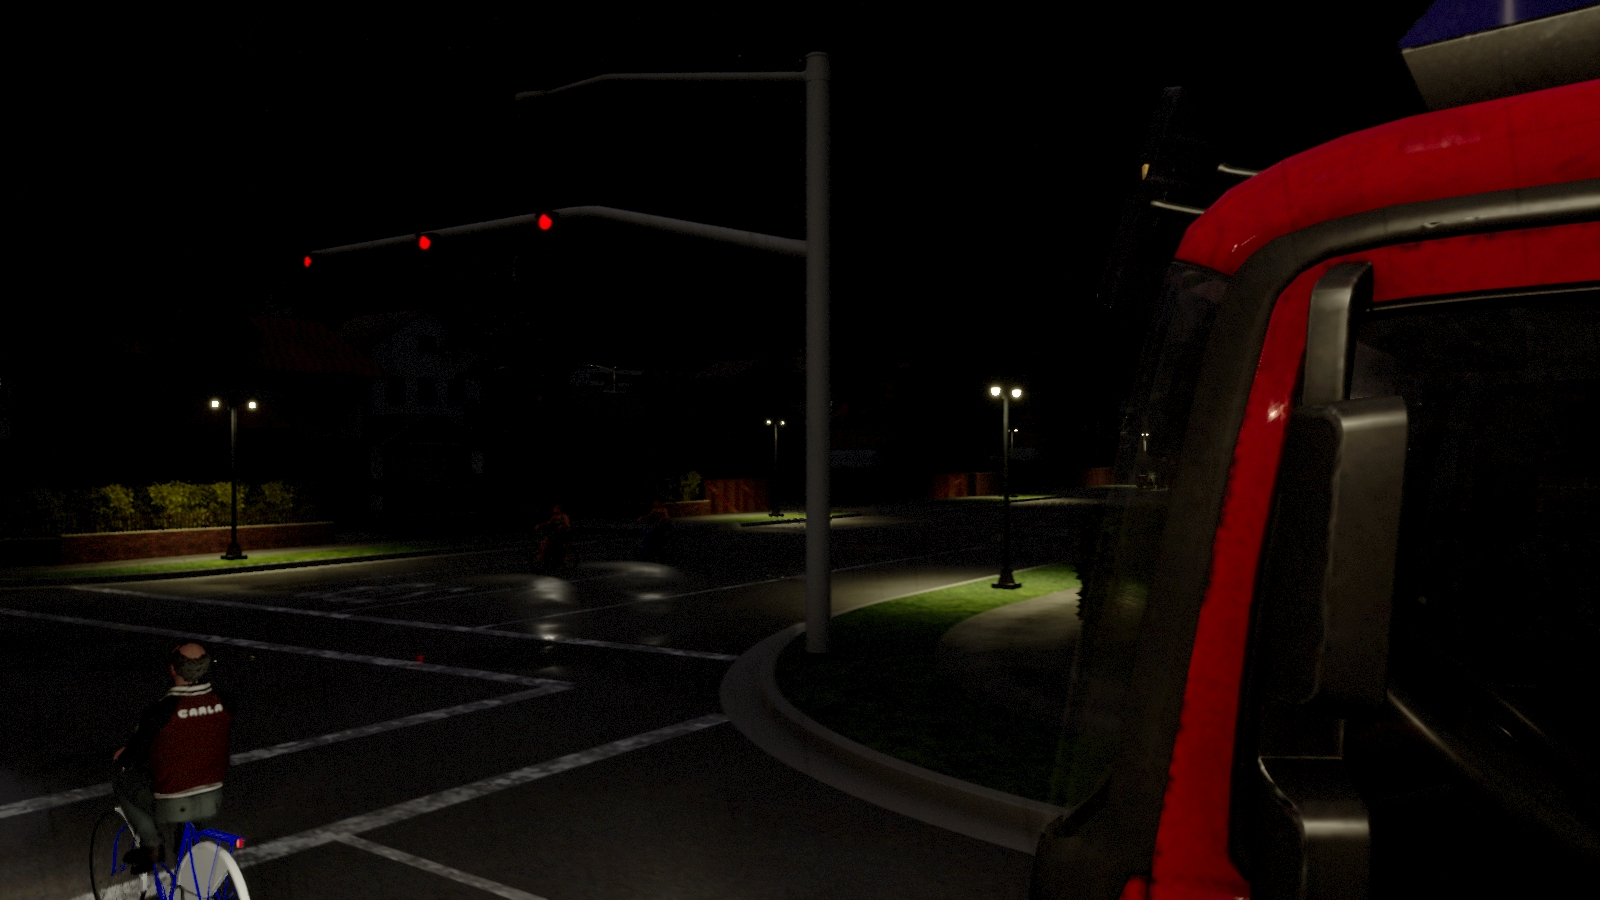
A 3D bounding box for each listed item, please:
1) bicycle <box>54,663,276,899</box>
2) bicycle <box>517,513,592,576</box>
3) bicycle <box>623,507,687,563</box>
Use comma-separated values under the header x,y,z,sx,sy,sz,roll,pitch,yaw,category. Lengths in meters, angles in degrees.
x,y,z,sx,sy,sz,roll,pitch,yaw,category
-3.537,2.049,6.292,1.835,1.496,0.329,0,-1,37,bicycle
-5.633,2.150,26.246,0.859,1.301,1.487,0,0,35,bicycle
-3.697,2.150,29.218,0.859,1.301,1.487,0,0,34,bicycle
